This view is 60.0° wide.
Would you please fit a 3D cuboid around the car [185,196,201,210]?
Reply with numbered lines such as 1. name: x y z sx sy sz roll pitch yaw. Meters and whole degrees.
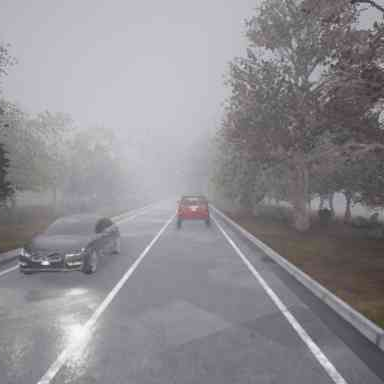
1. car: 0.121 1.400 43.619 1.882 1.535 5.008 0 0 0

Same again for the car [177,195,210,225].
1. car: 0.109 1.202 23.932 2.150 2.045 5.566 0 0 0

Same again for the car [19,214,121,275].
1. car: -3.543 1.499 10.538 1.837 1.490 4.892 0 0 1
